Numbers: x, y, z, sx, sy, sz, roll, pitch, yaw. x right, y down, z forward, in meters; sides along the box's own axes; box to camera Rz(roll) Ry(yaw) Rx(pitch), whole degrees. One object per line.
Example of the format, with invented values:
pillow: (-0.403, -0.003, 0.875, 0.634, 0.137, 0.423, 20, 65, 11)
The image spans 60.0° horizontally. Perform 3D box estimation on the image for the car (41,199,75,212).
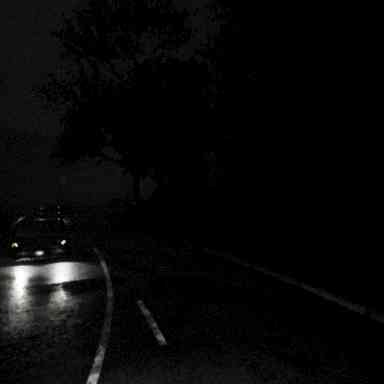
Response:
car: (-13.353, 1.501, 33.183, 2.097, 1.767, 4.553, 0, 0, -2)

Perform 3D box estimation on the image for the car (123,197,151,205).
car: (-10.806, 1.762, 65.522, 5.008, 1.535, 2.097, 0, 0, 15)

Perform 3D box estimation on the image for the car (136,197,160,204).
car: (-9.382, 1.811, 70.990, 4.674, 1.452, 2.002, 0, 0, 15)

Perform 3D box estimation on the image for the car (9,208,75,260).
car: (-5.803, 1.563, 13.012, 2.033, 1.411, 5.357, 0, 0, -22)

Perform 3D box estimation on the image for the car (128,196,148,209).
car: (-7.182, 1.754, 48.727, 1.812, 1.442, 4.674, 0, 0, 15)

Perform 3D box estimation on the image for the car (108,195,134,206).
car: (-12.250, 1.498, 60.058, 5.566, 2.045, 2.435, 0, 0, 15)
